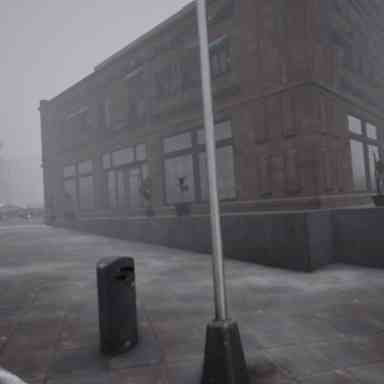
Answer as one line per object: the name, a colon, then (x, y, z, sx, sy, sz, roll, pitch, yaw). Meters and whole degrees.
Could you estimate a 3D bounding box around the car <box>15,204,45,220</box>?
car: (-13.869, 1.746, 30.785, 1.895, 1.301, 4.718, -4, 0, 3)

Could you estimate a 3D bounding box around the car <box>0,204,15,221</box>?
car: (-17.154, 1.863, 30.568, 1.837, 1.490, 4.892, -3, 1, 3)
